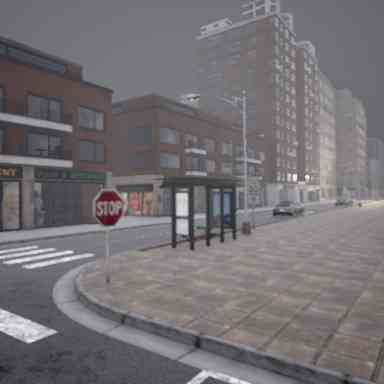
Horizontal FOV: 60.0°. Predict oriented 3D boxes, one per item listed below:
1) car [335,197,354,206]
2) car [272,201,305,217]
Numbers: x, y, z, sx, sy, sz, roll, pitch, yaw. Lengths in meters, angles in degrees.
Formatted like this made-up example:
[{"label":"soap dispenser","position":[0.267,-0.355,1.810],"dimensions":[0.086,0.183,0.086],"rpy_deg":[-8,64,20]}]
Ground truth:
[{"label":"car","position":[23.828,1.502,51.917],"dimensions":[2.033,1.411,5.357],"rpy_deg":[-1,0,35]},{"label":"car","position":[9.108,1.569,31.104],"dimensions":[1.994,1.385,4.181],"rpy_deg":[-1,0,35]}]
